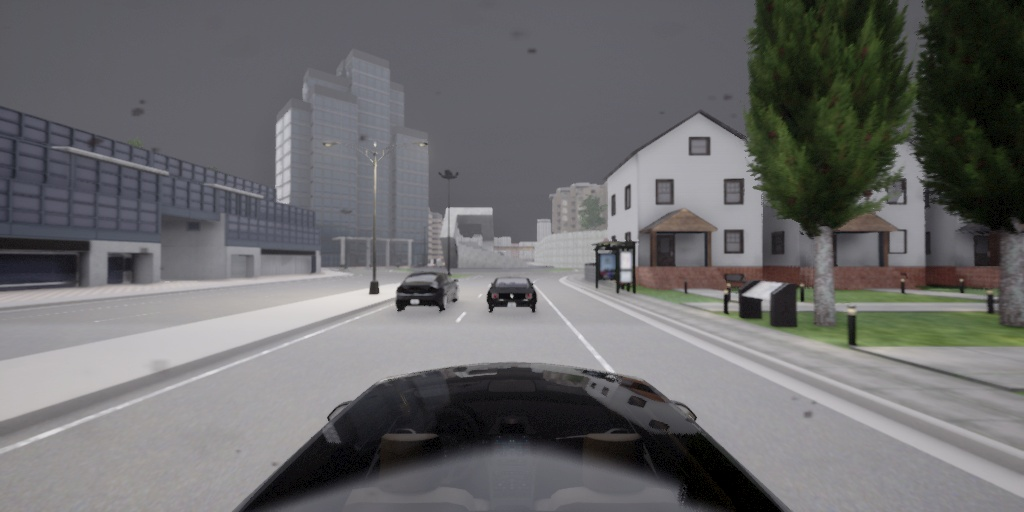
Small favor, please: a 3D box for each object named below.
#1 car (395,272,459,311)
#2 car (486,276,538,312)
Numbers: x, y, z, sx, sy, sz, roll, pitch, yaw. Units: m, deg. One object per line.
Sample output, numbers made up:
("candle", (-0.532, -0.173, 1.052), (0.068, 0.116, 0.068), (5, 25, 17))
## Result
("car", (-3.480, 1.406, 15.334), (1.837, 1.490, 4.892), (0, 0, 0))
("car", (0.016, 1.497, 15.080), (1.895, 1.301, 4.718), (0, -1, 0))
